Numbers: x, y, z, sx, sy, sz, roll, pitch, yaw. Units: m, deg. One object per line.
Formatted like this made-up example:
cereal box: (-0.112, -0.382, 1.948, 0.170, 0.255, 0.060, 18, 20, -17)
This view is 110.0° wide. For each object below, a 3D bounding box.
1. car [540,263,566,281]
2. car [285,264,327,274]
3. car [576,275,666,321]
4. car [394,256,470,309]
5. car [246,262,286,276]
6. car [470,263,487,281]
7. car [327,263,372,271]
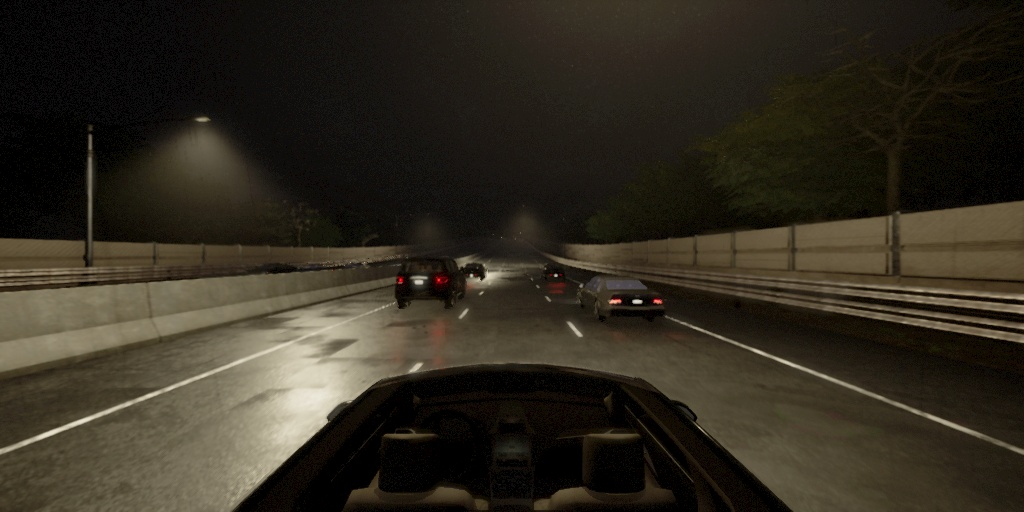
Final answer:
car: (3.645, 1.368, 32.167, 1.837, 1.490, 4.892, 0, 0, 0)
car: (-17.548, 1.426, 31.725, 1.994, 1.385, 4.181, 0, 0, 0)
car: (3.614, 1.378, 12.832, 2.033, 1.411, 5.357, 0, 0, 0)
car: (-3.381, 1.065, 15.746, 2.150, 2.045, 5.566, 0, 0, 0)
car: (-21.049, 1.339, 31.636, 1.882, 1.535, 5.008, 0, 0, 0)
car: (-3.356, 1.367, 32.226, 1.837, 1.490, 4.892, 0, 0, 0)
car: (-14.048, 1.353, 32.201, 2.128, 1.511, 4.902, 0, 0, 0)
